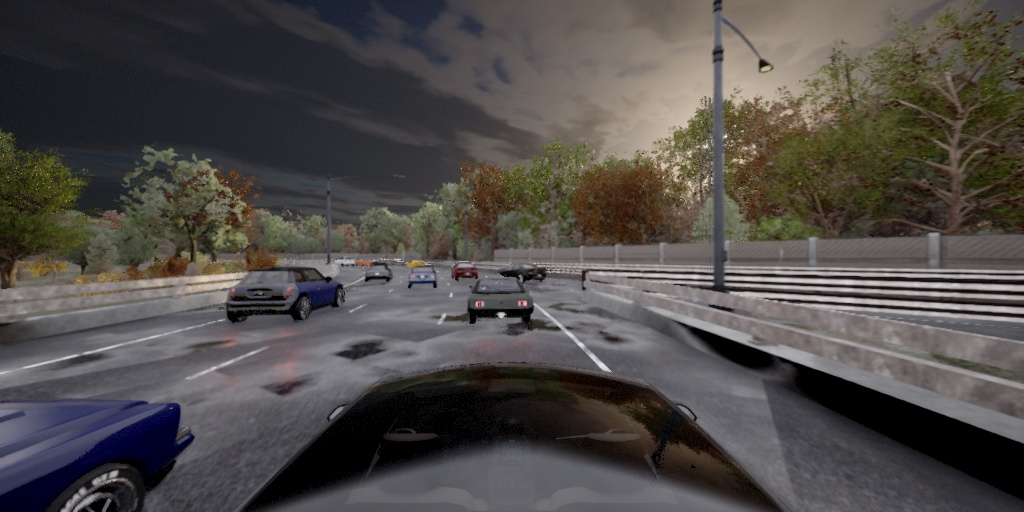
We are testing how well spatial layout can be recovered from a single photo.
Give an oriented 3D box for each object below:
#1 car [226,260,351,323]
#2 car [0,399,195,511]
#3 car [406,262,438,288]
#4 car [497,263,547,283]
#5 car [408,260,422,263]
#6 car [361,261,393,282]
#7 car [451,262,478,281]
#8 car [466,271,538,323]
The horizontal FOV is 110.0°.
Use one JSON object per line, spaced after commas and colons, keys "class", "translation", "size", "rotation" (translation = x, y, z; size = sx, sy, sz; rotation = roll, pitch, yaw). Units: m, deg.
{"class": "car", "translation": [-7.678, 1.149, 12.681], "size": [2.097, 1.767, 4.553], "rotation": [0, 0, -6]}
{"class": "car", "translation": [-3.536, 1.363, 0.747], "size": [1.895, 1.301, 4.718], "rotation": [0, 0, 0]}
{"class": "car", "translation": [-6.103, 1.356, 24.686], "size": [2.033, 1.411, 5.357], "rotation": [0, 0, -13]}
{"class": "car", "translation": [0.613, 1.269, 28.001], "size": [1.882, 1.535, 5.008], "rotation": [0, 0, -34]}
{"class": "car", "translation": [-15.835, 1.383, 58.589], "size": [1.882, 1.535, 5.008], "rotation": [0, 0, -30]}
{"class": "car", "translation": [-11.219, 1.406, 30.407], "size": [1.994, 1.385, 4.181], "rotation": [0, 0, -15]}
{"class": "car", "translation": [-4.215, 1.294, 31.357], "size": [1.882, 1.535, 5.008], "rotation": [0, 0, -15]}
{"class": "car", "translation": [-0.526, 1.371, 12.237], "size": [1.895, 1.301, 4.718], "rotation": [0, 0, -6]}
